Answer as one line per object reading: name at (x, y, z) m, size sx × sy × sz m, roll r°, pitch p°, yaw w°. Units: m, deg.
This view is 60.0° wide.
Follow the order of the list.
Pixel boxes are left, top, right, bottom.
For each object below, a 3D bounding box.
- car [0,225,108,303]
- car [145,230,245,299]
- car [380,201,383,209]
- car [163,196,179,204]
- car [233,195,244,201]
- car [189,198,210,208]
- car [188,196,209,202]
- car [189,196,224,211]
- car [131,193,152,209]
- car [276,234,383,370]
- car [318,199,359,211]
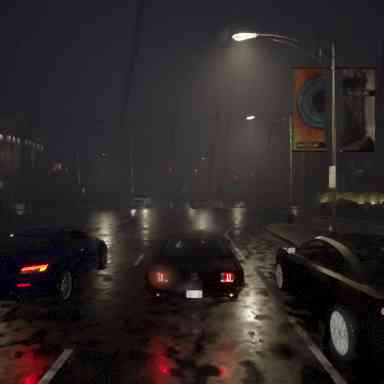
car at (-3.434, 1.526, 8.052) m, size 1.812 × 1.442 × 4.674 m, roll 0°, pitch 0°, yaw 0°
car at (0.069, 1.601, 8.375) m, size 1.895 × 1.301 × 4.718 m, roll 0°, pitch 0°, yaw 1°
car at (23.880, 1.222, 36.638) m, size 5.566 × 2.045 × 2.150 m, roll 0°, pitch 0°, yaw -1°
car at (-4.081, 1.525, 65.617) m, size 1.812 × 1.442 × 4.674 m, roll 0°, pitch 0°, yaw 20°
car at (12.700, 1.478, 86.889) m, size 5.008 × 1.535 × 1.882 m, roll 0°, pitch 0°, yaw -37°
car at (1.096, 1.601, 50.260) m, size 1.895 × 1.301 × 4.718 m, roll 0°, pitch 0°, yaw -15°
car at (1.590, 1.540, 76.406) m, size 2.033 × 1.411 × 5.357 m, roll 0°, pitch 0°, yaw 36°
car at (1.846, 1.526, 41.257) m, size 4.674 × 1.442 × 1.812 m, roll 0°, pitch 1°, yaw 42°
car at (-6.980, 1.221, 46.161) m, size 2.150 × 2.045 × 5.566 m, roll 0°, pitch 0°, yaw 1°
car at (2.904, 1.480, 5.910) m, size 2.097 × 1.535 × 5.008 m, roll 0°, pitch 0°, yaw 0°
car at (17.624, 1.526, 40.106) m, size 4.674 × 1.442 × 1.812 m, roll 0°, pitch 0°, yaw 0°
